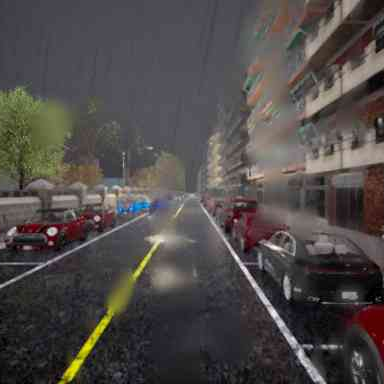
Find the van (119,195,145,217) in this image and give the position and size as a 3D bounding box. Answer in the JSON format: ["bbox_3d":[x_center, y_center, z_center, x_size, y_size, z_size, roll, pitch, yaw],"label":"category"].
[{"bbox_3d":[-5.683,1.265,30.390,1.690,1.788,3.998,0,0,0],"label":"van"}]

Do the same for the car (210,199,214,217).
[{"bbox_3d":[2.696,1.487,24.759,2.008,1.369,4.403,0,0,0],"label":"car"}]

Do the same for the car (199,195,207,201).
[{"bbox_3d":[2.707,1.401,81.061,1.887,1.381,4.507,0,0,0],"label":"car"}]

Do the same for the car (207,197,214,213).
[{"bbox_3d":[2.697,1.469,30.389,1.887,1.381,4.507,0,0,0],"label":"car"}]

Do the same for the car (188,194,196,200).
[{"bbox_3d":[0.018,1.265,82.404,1.895,1.301,4.718,0,0,0],"label":"car"}]

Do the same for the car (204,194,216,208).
[{"bbox_3d":[2.699,1.354,36.018,1.967,1.590,4.097,0,0,0],"label":"car"}]

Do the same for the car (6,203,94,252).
[{"bbox_3d":[-5.686,1.404,13.500,1.967,1.590,4.097,0,0,0],"label":"car"}]

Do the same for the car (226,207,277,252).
[{"bbox_3d":[2.694,1.508,13.498,1.887,1.381,4.507,0,0,0],"label":"car"}]

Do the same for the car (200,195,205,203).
[{"bbox_3d":[2.701,1.211,47.278,2.192,1.841,5.009,0,0,0],"label":"car"}]

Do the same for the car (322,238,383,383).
[{"bbox_3d":[2.692,1.434,2.238,1.967,1.590,4.097,0,0,0],"label":"car"}]

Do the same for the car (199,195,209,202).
[{"bbox_3d":[2.706,1.414,75.431,2.008,1.369,4.403,0,0,0],"label":"car"}]

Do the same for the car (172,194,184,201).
[{"bbox_3d":[-2.985,1.313,75.679,1.812,1.442,4.674,0,0,0],"label":"car"}]

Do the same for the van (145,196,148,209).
[{"bbox_3d":[-5.681,1.255,36.019,1.690,1.788,3.998,0,0,0],"label":"van"}]

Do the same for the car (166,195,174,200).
[{"bbox_3d":[-5.673,1.432,86.694,1.802,1.307,4.206,0,0,0],"label":"car"}]

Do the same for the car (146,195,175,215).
[{"bbox_3d":[-3.088,1.396,33.172,1.882,1.535,5.008,0,0,0],"label":"car"}]

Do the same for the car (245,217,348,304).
[{"bbox_3d":[2.693,1.529,7.868,2.008,1.369,4.403,0,0,0],"label":"car"}]

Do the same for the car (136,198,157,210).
[{"bbox_3d":[-5.681,1.455,41.650,2.008,1.369,4.403,0,0,0],"label":"car"}]

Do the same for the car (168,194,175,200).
[{"bbox_3d":[-5.671,1.390,92.322,1.887,1.381,4.507,0,0,0],"label":"car"}]

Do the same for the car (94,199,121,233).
[{"bbox_3d":[-5.684,1.390,19.129,1.967,1.590,4.097,0,0,0],"label":"car"}]

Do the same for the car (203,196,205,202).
[{"bbox_3d":[2.699,1.486,41.649,1.802,1.307,4.206,0,0,0],"label":"car"}]

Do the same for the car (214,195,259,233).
[{"bbox_3d":[2.696,1.265,19.127,2.192,1.841,5.009,0,0,0],"label":"car"}]
